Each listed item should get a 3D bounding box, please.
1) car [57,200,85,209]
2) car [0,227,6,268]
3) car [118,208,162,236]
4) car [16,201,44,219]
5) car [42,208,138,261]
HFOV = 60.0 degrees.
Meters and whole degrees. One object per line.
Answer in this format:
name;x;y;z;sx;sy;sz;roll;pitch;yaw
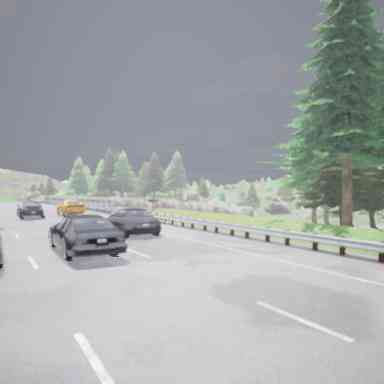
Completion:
car;-11.529;1.480;31.577;1.882;1.535;5.008;0;0;-31
car;-7.066;1.543;10.635;2.033;1.411;5.357;0;0;-31
car;-3.269;1.572;17.933;1.994;1.385;4.181;0;0;-31
car;-14.203;1.521;29.229;1.812;1.442;4.674;0;0;-31
car;-4.054;1.550;12.420;2.033;1.411;5.357;0;0;-31
